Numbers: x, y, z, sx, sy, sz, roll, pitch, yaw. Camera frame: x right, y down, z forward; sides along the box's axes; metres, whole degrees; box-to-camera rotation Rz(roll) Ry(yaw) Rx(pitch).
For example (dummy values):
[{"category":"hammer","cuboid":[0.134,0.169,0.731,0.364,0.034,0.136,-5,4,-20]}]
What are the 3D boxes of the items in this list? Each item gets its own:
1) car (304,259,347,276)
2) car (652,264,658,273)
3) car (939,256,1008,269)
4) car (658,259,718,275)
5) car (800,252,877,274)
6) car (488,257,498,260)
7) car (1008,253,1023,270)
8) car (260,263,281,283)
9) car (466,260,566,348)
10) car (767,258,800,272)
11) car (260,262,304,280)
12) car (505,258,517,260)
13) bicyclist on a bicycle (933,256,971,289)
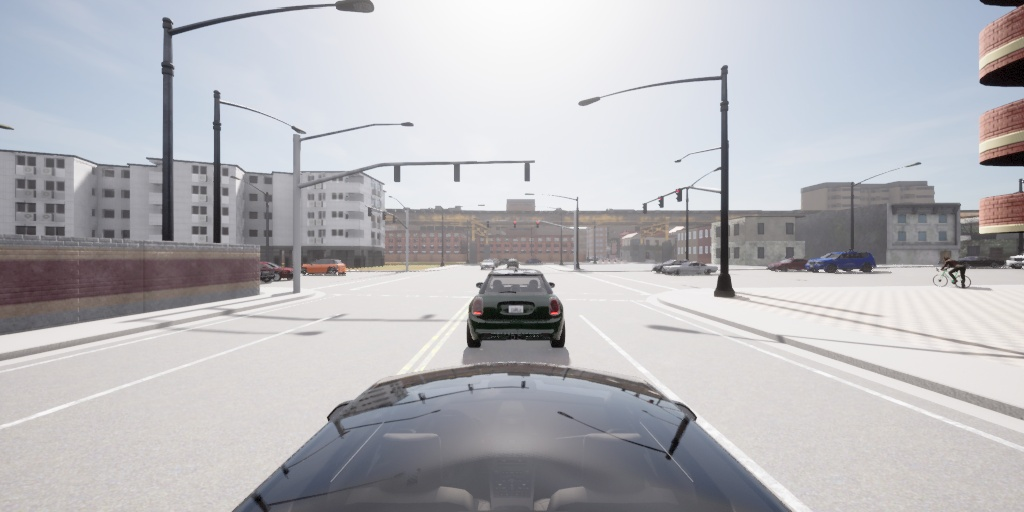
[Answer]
[{"category":"car","cuboid":[-19.421,1.102,36.549,4.553,1.767,2.097,0,0,1]},{"category":"car","cuboid":[17.619,1.109,38.617,4.902,1.511,2.128,-1,0,1]},{"category":"car","cuboid":[48.473,0.703,37.901,4.718,1.301,1.895,-1,0,2]},{"category":"car","cuboid":[17.338,1.218,35.125,4.718,1.301,1.895,-1,0,1]},{"category":"car","cuboid":[31.887,0.615,34.815,5.566,2.045,2.150,-1,0,1]},{"category":"car","cuboid":[-3.525,1.276,52.862,1.812,1.442,4.674,0,0,0]},{"category":"car","cuboid":[51.275,0.277,34.309,5.566,2.045,2.150,-1,0,1]},{"category":"car","cuboid":[-19.819,1.351,25.851,4.718,1.301,1.895,0,0,1]},{"category":"car","cuboid":[0.092,1.102,9.425,2.097,1.767,4.553,0,0,0]},{"category":"car","cuboid":[29.975,0.955,38.350,4.674,1.442,1.812,-1,0,0]},{"category":"car","cuboid":[-20.270,1.228,29.320,5.008,1.535,1.882,0,0,1]},{"category":"car","cuboid":[0.157,1.255,61.035,1.837,1.490,4.892,0,0,0]},{"category":"bicyclist on a bicycle","cuboid":[22.671,0.844,18.515,0.582,1.620,1.656,-1,0,1]}]
